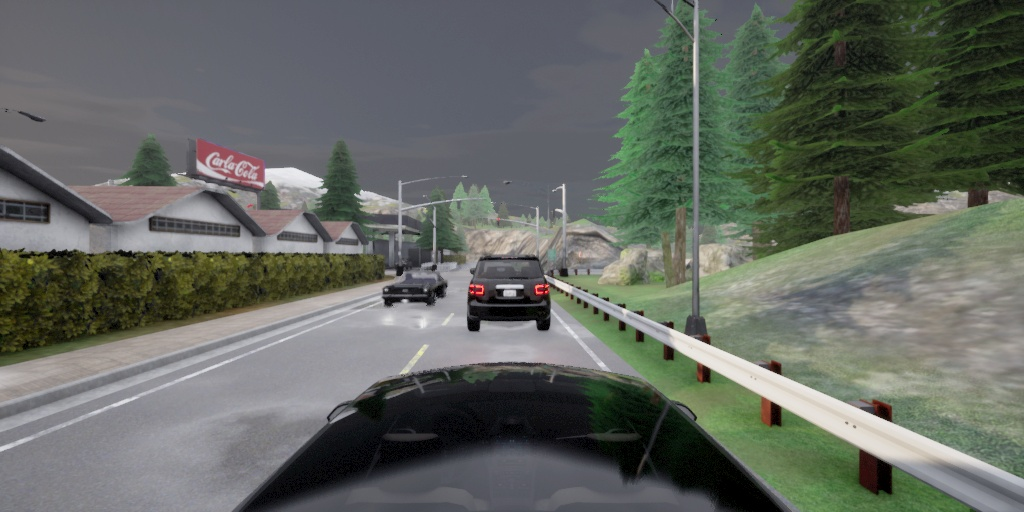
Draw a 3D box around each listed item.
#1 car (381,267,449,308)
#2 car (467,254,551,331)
[{"bbox_3d":[-3.969,1.341,15.348,1.895,1.301,4.718,0,0,-2],"label":"car"},{"bbox_3d":[-0.141,0.965,11.080,2.150,2.045,5.566,0,0,-2],"label":"car"}]
